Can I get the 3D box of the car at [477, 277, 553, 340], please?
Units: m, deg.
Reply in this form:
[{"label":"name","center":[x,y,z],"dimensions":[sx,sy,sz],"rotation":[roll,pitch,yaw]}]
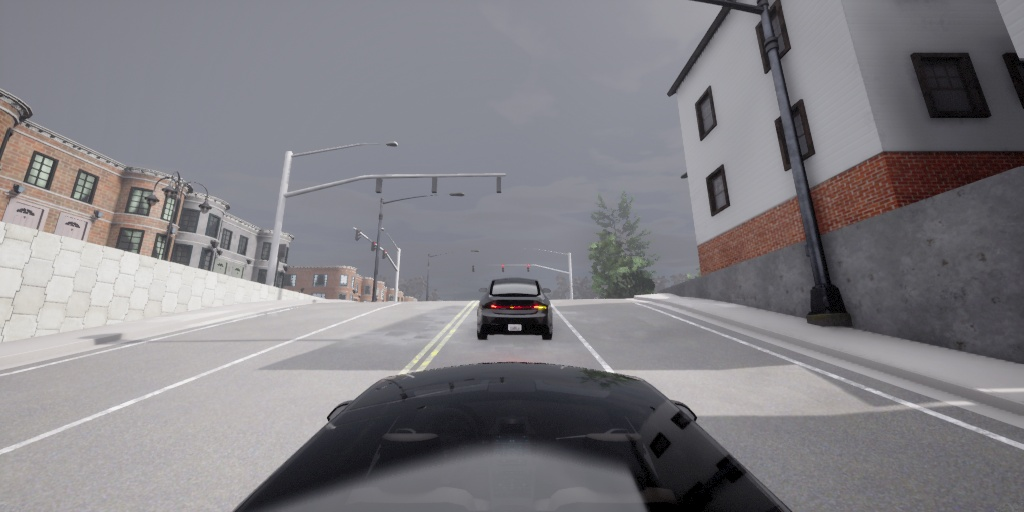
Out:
[{"label":"car","center":[0.078,1.351,10.332],"dimensions":[1.837,1.490,4.892],"rotation":[0,0,0]}]
